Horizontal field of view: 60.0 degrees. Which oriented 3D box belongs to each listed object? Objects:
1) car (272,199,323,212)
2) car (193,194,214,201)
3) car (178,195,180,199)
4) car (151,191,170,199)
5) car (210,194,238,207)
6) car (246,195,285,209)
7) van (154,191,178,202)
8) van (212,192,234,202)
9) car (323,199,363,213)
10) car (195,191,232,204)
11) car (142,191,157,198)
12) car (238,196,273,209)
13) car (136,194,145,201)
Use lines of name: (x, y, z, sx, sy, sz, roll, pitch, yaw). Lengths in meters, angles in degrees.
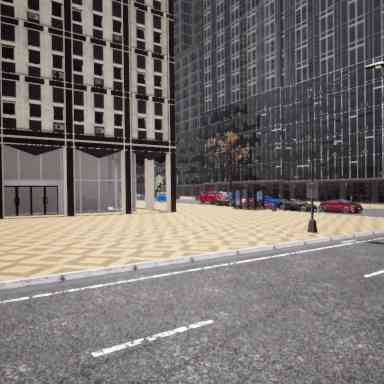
car: (11.152, 1.423, 35.380, 1.947, 1.339, 4.313, 0, 1, -34)
car: (2.195, 1.043, 63.658, 1.802, 1.307, 4.206, 0, 1, -34)
car: (-4.202, 0.936, 73.055, 1.802, 1.307, 4.206, 0, 1, -34)
car: (-7.401, 0.615, 77.750, 2.192, 1.841, 5.009, 0, 1, -34)
car: (4.817, 1.319, 44.820, 1.947, 1.339, 4.313, 0, 1, -34)
car: (9.349, 1.226, 42.848, 1.882, 1.535, 5.008, -1, 1, -34)
van: (-4.733, 0.937, 58.941, 1.690, 1.788, 3.998, 0, 1, -34)
van: (5.393, 0.855, 58.957, 1.690, 1.788, 3.998, 0, 1, -34)
car: (15.238, 1.407, 34.195, 1.994, 1.385, 4.181, -1, 1, -34)
car: (3.363, 0.874, 51.653, 2.150, 2.045, 5.566, -1, 1, -34)
car: (-10.599, 0.686, 82.449, 1.967, 1.590, 4.097, 0, 1, -34)
car: (7.967, 1.388, 40.090, 1.802, 1.307, 4.206, 0, 1, -34)
car: (-11.130, 1.040, 68.340, 2.008, 1.369, 4.403, 0, 1, -34)
